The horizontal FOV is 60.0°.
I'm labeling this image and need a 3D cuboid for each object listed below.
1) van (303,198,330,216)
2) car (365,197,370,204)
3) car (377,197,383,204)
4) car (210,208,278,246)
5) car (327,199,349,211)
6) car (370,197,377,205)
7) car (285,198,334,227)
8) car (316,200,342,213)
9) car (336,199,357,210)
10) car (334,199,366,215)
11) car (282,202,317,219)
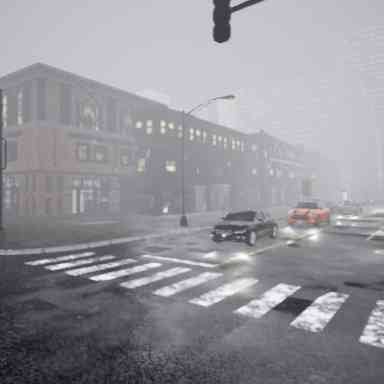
[{"bbox_3d":[13.377,1.506,35.650,1.690,1.788,3.998,0,0,35],"label":"van"},{"bbox_3d":[29.262,1.865,58.257,2.008,1.369,4.403,0,0,35],"label":"car"},{"bbox_3d":[41.969,1.883,76.343,1.967,1.590,4.097,0,-1,35],"label":"car"},{"bbox_3d":[2.609,1.569,15.855,1.837,1.490,4.892,0,0,32],"label":"car"},{"bbox_3d":[19.633,1.748,44.553,1.752,1.417,4.829,0,0,35],"label":"car"},{"bbox_3d":[35.615,1.818,67.299,1.967,1.590,4.097,0,0,35],"label":"car"},{"bbox_3d":[8.536,1.462,24.245,2.097,1.767,4.553,0,0,35],"label":"car"},{"bbox_3d":[16.554,1.744,40.171,2.008,1.369,4.403,0,0,35],"label":"car"},{"bbox_3d":[22.908,1.804,49.214,2.008,1.369,4.403,0,0,35],"label":"car"},{"bbox_3d":[17.755,1.790,37.316,1.895,1.301,4.718,0,0,35],"label":"car"},{"bbox_3d":[10.103,1.662,30.989,1.752,1.417,4.829,0,0,35],"label":"car"}]
